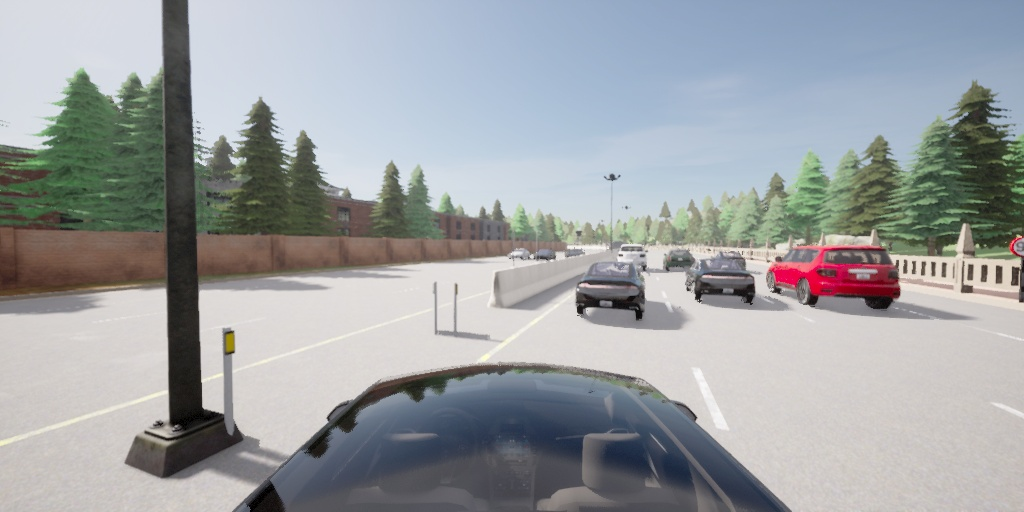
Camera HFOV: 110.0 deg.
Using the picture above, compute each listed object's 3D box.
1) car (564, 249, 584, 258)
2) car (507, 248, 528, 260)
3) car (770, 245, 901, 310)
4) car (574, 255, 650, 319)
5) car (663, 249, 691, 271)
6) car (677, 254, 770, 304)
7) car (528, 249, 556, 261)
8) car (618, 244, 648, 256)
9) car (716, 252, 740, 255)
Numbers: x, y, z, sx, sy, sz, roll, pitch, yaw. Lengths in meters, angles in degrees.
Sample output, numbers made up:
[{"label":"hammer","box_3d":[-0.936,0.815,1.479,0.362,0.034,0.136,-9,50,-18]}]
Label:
[{"label":"car","box_3d":[7.667,-0.166,44.195,1.837,1.490,4.892,1,2,20]},{"label":"car","box_3d":[0.956,-0.245,46.219,1.812,1.442,4.674,1,2,20]},{"label":"car","box_3d":[11.370,0.627,13.166,2.150,2.045,5.566,1,2,20]},{"label":"car","box_3d":[3.237,0.925,11.385,2.128,1.511,4.902,1,2,20]},{"label":"car","box_3d":[13.528,0.219,29.200,2.097,1.767,4.553,1,2,20]},{"label":"car","box_3d":[7.962,0.853,14.056,2.128,1.511,4.902,1,2,20]},{"label":"car","box_3d":[4.119,-0.158,44.700,2.033,1.411,5.357,1,2,20]},{"label":"car","box_3d":[9.988,0.055,29.704,2.150,2.045,5.566,1,2,20]},{"label":"car","box_3d":[16.896,0.407,28.222,2.128,1.511,4.902,1,2,20]}]
